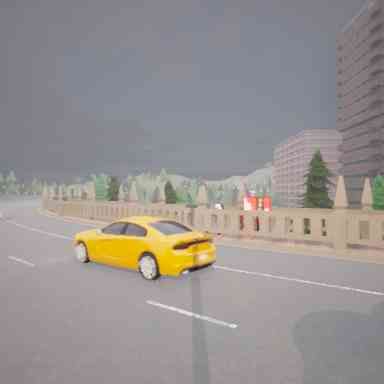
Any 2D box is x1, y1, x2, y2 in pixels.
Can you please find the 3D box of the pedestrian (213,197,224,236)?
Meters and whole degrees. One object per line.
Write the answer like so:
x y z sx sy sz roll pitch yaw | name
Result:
1.272 1.141 15.689 0.375 1.860 0.375 0 0 41 | pedestrian

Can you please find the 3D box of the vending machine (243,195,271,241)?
3.120 1.195 16.002 0.880 2.100 1.100 0 0 41 | vending machine

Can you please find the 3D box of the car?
-1.595 1.477 9.943 5.008 1.535 1.882 0 0 40 | car
